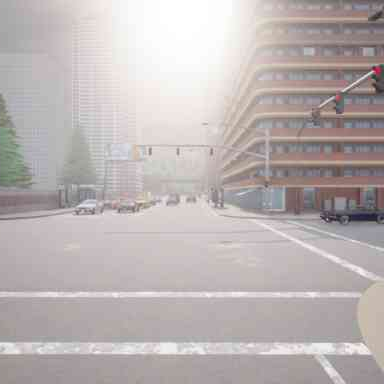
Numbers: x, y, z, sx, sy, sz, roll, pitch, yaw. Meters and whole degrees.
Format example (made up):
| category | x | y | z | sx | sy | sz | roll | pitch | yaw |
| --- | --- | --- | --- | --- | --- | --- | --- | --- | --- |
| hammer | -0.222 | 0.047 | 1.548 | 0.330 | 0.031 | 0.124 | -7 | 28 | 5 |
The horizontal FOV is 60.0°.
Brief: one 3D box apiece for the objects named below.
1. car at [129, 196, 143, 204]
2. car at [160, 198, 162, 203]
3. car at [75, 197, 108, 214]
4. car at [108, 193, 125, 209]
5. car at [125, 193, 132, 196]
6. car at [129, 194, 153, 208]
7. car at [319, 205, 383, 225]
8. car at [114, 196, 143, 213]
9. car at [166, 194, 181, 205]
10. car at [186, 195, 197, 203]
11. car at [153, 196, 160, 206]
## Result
| category | x | y | z | sx | sy | sz | roll | pitch | yaw |
| --- | --- | --- | --- | --- | --- | --- | --- | --- | --- |
| car | -10.651 | 1.505 | 63.985 | 1.837 | 1.490 | 4.892 | 0 | 0 | 0 |
| car | -7.138 | 1.526 | 66.773 | 1.812 | 1.442 | 4.674 | 0 | 0 | 0 |
| car | -10.658 | 1.526 | 34.893 | 1.812 | 1.442 | 4.674 | 0 | 0 | 2 |
| car | -10.672 | 1.352 | 43.839 | 2.097 | 1.767 | 4.553 | 0 | 0 | 0 |
| car | -10.683 | 1.221 | 53.568 | 2.150 | 2.045 | 5.566 | 0 | 0 | 0 |
| car | -7.177 | 1.477 | 47.069 | 1.882 | 1.535 | 5.008 | 0 | 0 | 0 |
| car | 11.384 | 1.545 | 23.162 | 4.718 | 1.301 | 1.895 | 0 | 0 | -13 |
| car | -7.148 | 1.526 | 37.730 | 1.812 | 1.442 | 4.674 | 0 | 0 | 0 |
| car | -3.497 | 1.547 | 58.154 | 2.033 | 1.411 | 5.357 | 0 | 0 | 0 |
| car | -0.118 | 1.350 | 69.644 | 2.097 | 1.767 | 4.553 | 0 | 0 | 0 |
| car | -7.179 | 1.491 | 56.548 | 2.128 | 1.511 | 4.902 | 0 | 0 | 0 |
